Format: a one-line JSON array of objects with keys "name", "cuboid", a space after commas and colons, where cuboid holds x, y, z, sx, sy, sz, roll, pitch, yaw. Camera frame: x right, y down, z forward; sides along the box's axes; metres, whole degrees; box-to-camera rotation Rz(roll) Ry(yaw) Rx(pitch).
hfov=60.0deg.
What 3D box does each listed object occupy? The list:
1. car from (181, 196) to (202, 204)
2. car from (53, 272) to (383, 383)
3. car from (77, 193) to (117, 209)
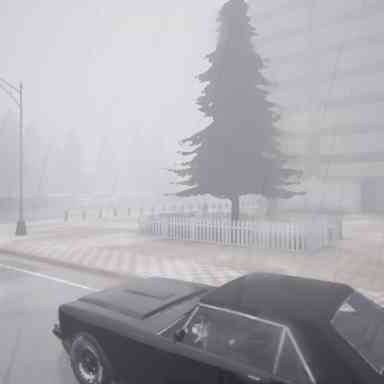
[{"name": "car", "cuboid": [-0.150, 1.480, 62.005, 1.882, 1.535, 5.008, 0, 0, 36]}, {"name": "car", "cuboid": [0.580, 1.601, 3.581, 4.718, 1.301, 1.895, 0, 0, 36]}, {"name": "car", "cuboid": [-12.712, 1.221, 44.747, 2.150, 2.045, 5.566, 0, 0, 36]}]
